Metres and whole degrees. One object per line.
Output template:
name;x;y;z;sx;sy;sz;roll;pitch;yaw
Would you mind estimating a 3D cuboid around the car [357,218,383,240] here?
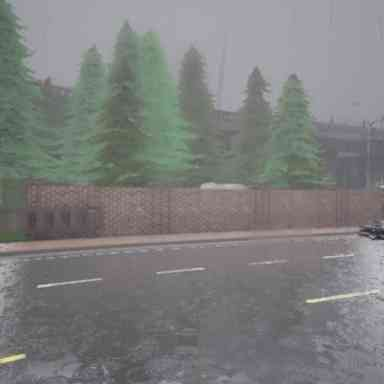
car;10.553;1.648;15.963;5.357;1.411;2.033;0;0;-23
